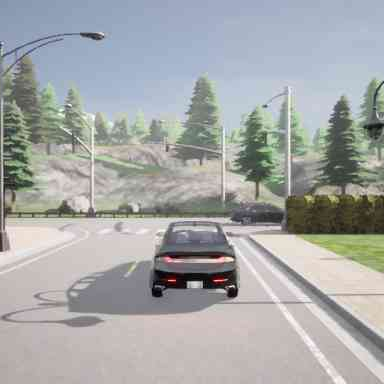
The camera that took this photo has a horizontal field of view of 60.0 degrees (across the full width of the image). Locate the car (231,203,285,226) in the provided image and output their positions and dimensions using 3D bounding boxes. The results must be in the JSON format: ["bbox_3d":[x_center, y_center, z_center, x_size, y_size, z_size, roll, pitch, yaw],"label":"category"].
[{"bbox_3d":[5.047,1.519,22.685,4.892,1.490,1.837,0,0,0],"label":"car"}]

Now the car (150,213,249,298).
[{"bbox_3d":[0.073,1.491,8.534,2.128,1.511,4.902,0,0,0],"label":"car"}]
